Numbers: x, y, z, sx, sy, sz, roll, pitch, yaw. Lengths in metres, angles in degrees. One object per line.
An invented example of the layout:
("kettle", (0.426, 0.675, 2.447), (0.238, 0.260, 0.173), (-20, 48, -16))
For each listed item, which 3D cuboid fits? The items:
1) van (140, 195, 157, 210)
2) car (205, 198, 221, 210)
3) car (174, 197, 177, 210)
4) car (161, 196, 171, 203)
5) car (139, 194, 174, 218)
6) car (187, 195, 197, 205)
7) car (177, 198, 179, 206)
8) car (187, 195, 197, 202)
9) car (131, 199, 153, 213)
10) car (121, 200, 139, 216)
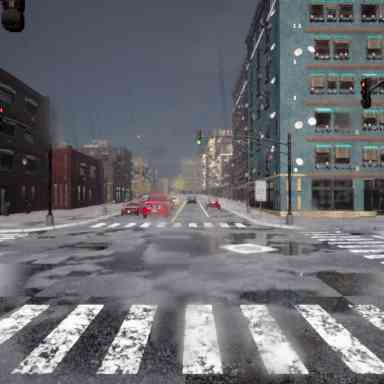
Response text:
("van", (-5.673, 1.352, 43.930), (1.690, 1.788, 3.998), (1, 0, 0))
("car", (2.705, 1.451, 43.991), (1.967, 1.590, 4.097), (1, 0, 0))
("car", (-3.089, 1.535, 40.330), (1.812, 1.442, 4.674), (0, 0, 0))
("car", (-5.678, 1.601, 72.363), (1.802, 1.307, 4.206), (1, 0, 0))
("car", (-3.107, 1.229, 30.347), (2.150, 2.045, 5.566), (0, 0, 0))
("car", (0.000, 1.562, 60.231), (2.033, 1.411, 5.357), (0, 0, 0))
("car", (-3.083, 1.491, 53.561), (1.882, 1.535, 5.008), (0, 0, 0))
("car", (-0.001, 1.403, 70.657), (1.994, 1.385, 4.181), (0, 0, 0))
("car", (-5.677, 1.554, 38.243), (1.887, 1.381, 4.507), (1, 0, 0))
("car", (-5.753, 1.553, 32.561), (1.887, 1.381, 4.507), (1, 0, 0))
